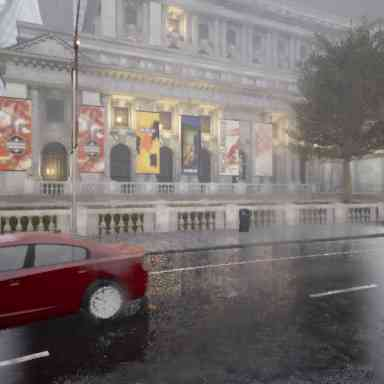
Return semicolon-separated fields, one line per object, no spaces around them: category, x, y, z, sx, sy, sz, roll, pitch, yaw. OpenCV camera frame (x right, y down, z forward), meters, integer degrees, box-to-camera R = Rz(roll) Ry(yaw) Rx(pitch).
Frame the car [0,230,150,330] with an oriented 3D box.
car;-3.205;1.477;5.761;5.008;1.535;1.882;0;0;-32
